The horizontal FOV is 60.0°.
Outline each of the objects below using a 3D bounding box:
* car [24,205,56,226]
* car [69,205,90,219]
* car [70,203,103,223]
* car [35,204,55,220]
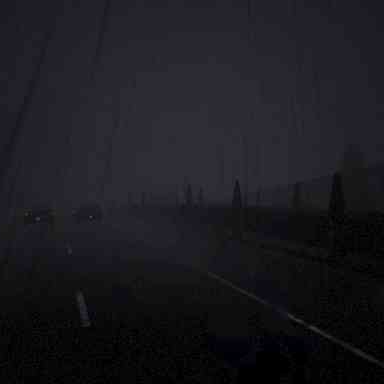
[{"bbox_3d":[-11.235,1.664,24.551,1.812,1.442,4.674,0,-1,-22],"label":"car"},{"bbox_3d":[-13.015,2.355,38.246,2.033,1.411,5.357,0,-5,-22],"label":"car"},{"bbox_3d":[-8.409,1.668,26.894,2.128,1.511,4.902,0,-1,-22],"label":"car"},{"bbox_3d":[-16.191,2.262,36.767,1.882,1.535,5.008,0,-4,-22],"label":"car"}]
